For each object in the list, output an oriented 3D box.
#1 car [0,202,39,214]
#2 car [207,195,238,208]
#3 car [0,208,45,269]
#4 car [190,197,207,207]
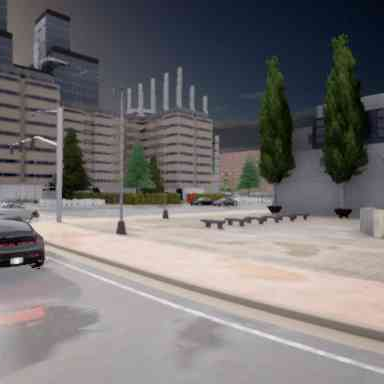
[{"bbox_3d":[-13.272,1.481,24.089,1.812,1.442,4.674,-1,0,16],"label":"car"},{"bbox_3d":[5.177,1.659,52.556,4.892,1.490,1.837,0,0,-43],"label":"car"},{"bbox_3d":[-6.148,1.485,10.251,1.837,1.490,4.892,1,0,-44],"label":"car"},{"bbox_3d":[1.823,1.610,54.206,5.008,1.535,1.882,1,0,-43],"label":"car"}]
